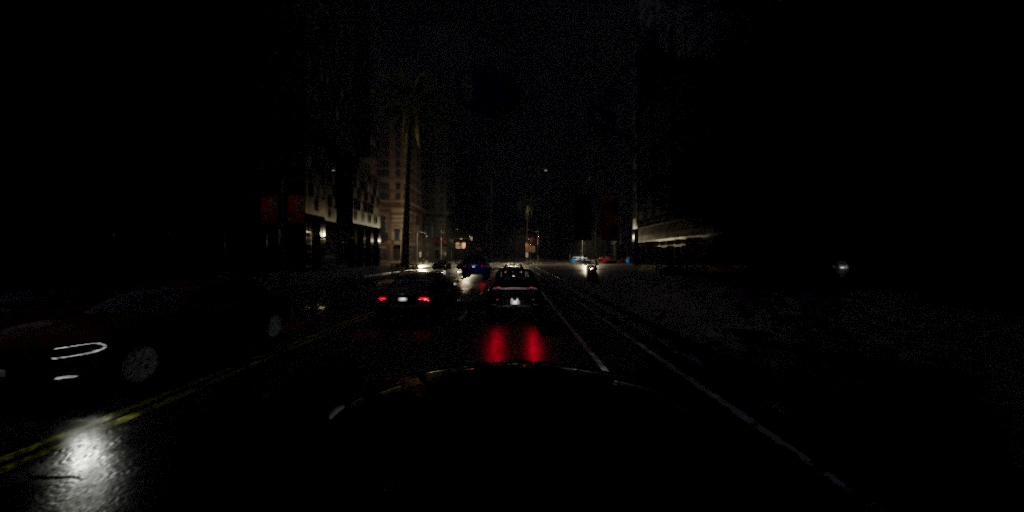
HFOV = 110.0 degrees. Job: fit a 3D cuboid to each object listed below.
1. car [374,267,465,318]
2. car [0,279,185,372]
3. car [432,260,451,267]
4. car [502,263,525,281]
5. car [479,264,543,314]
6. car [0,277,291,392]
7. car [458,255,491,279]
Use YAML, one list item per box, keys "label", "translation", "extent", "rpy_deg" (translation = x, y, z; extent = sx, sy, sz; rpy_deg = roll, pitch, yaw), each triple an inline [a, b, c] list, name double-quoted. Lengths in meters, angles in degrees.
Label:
- label: "car"
  translation: [-3.143, 1.291, 12.822]
  extent: [2.033, 1.411, 5.357]
  rpy_deg: [0, 0, 0]
- label: "car"
  translation: [-9.847, 1.310, 7.622]
  extent: [1.994, 1.385, 4.181]
  rpy_deg: [0, 0, 0]
- label: "car"
  translation: [-9.797, 1.277, 50.497]
  extent: [2.033, 1.411, 5.357]
  rpy_deg: [0, 0, 0]
- label: "car"
  translation: [0.113, 1.336, 31.376]
  extent: [1.895, 1.301, 4.718]
  rpy_deg: [0, 0, 0]
- label: "car"
  translation: [0.101, 1.235, 13.675]
  extent: [2.128, 1.511, 4.902]
  rpy_deg: [0, 0, 0]
- label: "car"
  translation: [-6.598, 1.224, 7.092]
  extent: [1.882, 1.535, 5.008]
  rpy_deg: [0, 0, 0]
- label: "car"
  translation: [-3.136, 0.957, 32.009]
  extent: [2.150, 2.045, 5.566]
  rpy_deg: [0, 0, 0]
